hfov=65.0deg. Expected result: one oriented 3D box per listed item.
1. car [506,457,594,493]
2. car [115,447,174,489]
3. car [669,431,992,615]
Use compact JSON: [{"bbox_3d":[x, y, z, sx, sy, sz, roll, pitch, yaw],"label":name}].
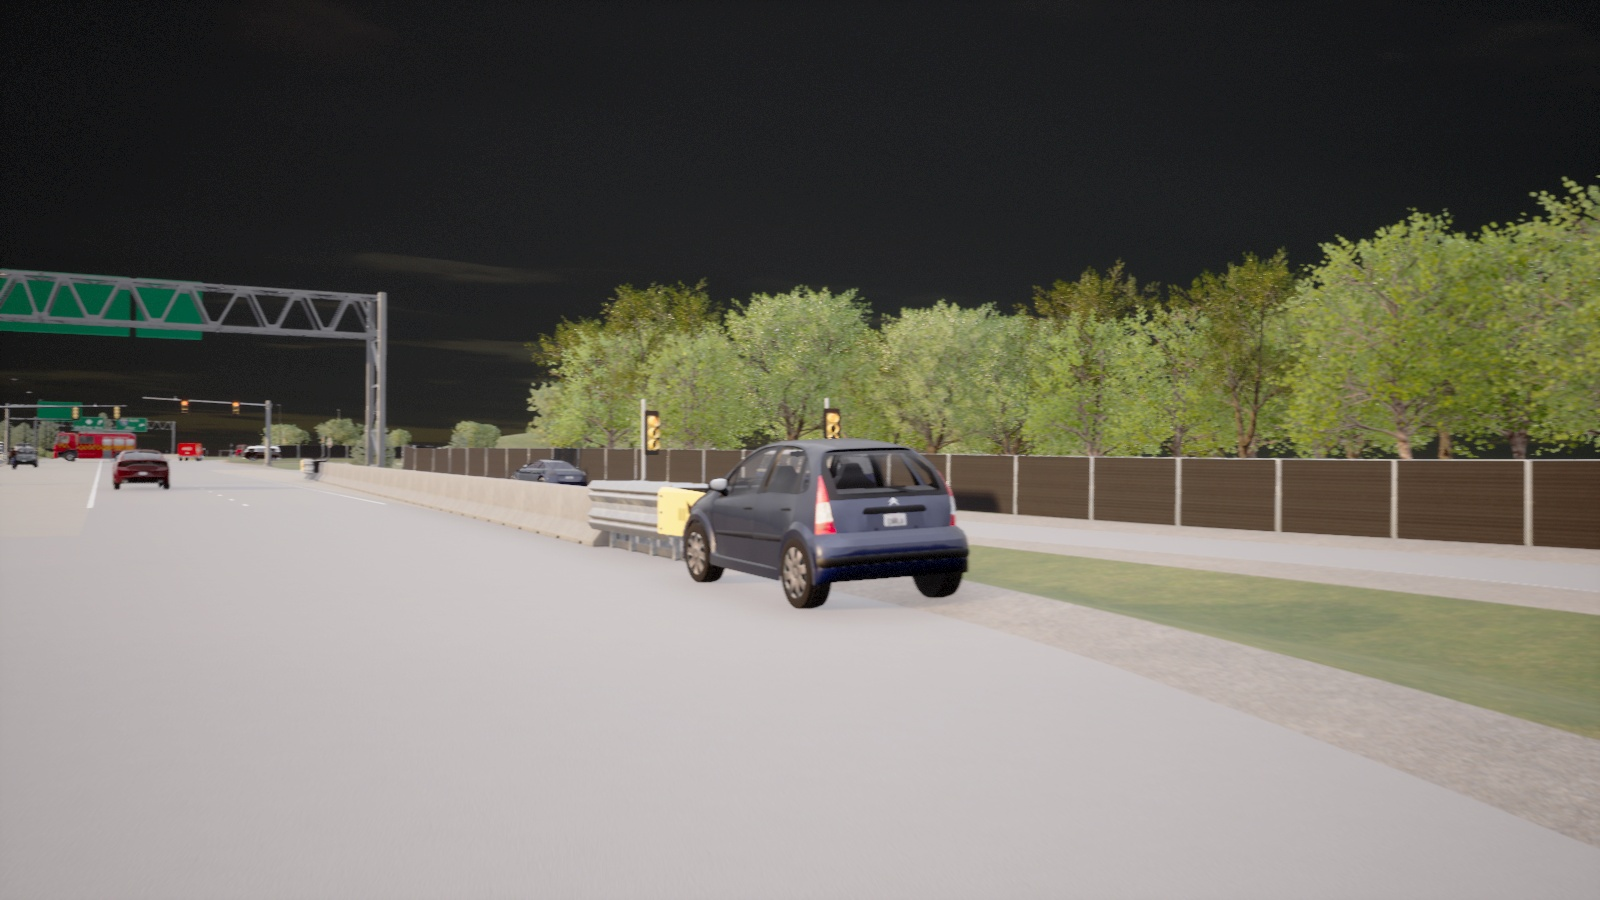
[{"bbox_3d":[-10.663,1.055,53.418,1.994,1.385,4.181,1,0,-38],"label":"car"},{"bbox_3d":[-25.571,0.672,48.904,1.882,1.535,5.008,1,0,-29],"label":"car"},{"bbox_3d":[0.148,0.643,13.464,1.851,1.617,3.988,-2,1,-25],"label":"car"}]
